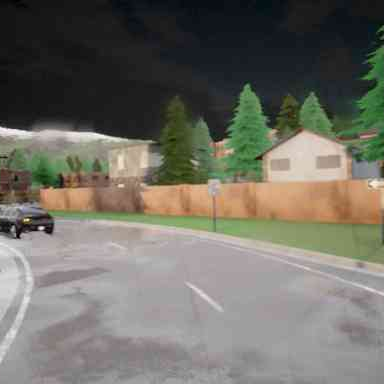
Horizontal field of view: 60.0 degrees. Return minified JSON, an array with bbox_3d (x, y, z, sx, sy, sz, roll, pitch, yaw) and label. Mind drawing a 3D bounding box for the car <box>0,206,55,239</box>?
[{"bbox_3d":[-9.123,1.537,17.860,4.892,1.490,1.837,-1,0,43],"label":"car"}]
